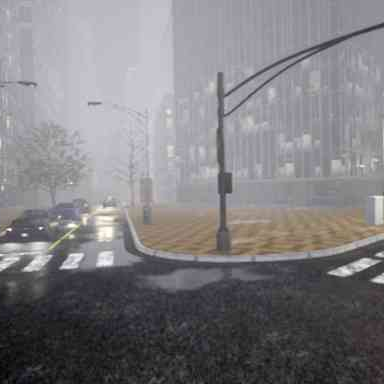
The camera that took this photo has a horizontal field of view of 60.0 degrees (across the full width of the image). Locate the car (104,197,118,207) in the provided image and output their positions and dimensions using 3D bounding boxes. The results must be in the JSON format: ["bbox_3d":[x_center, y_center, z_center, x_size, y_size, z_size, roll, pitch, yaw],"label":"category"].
[{"bbox_3d":[-13.898,1.622,57.373,2.128,1.511,4.902,-1,0,-12],"label":"car"}]

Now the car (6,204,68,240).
[{"bbox_3d":[-8.544,1.677,18.475,2.033,1.411,5.357,-1,0,-12],"label":"car"}]

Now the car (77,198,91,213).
[{"bbox_3d":[-12.839,1.511,38.102,2.097,1.767,4.553,-1,0,-12],"label":"car"}]

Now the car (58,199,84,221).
[{"bbox_3d":[-10.678,1.620,28.240,1.882,1.535,5.008,-1,0,-12],"label":"car"}]

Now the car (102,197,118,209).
[{"bbox_3d":[-11.668,1.599,47.198,2.128,1.511,4.902,-1,0,-12],"label":"car"}]
